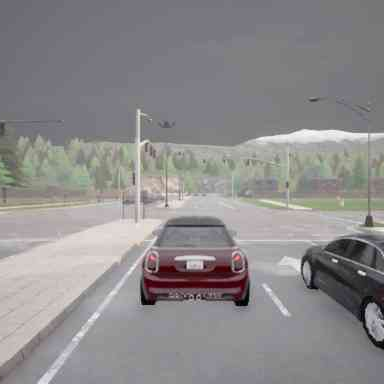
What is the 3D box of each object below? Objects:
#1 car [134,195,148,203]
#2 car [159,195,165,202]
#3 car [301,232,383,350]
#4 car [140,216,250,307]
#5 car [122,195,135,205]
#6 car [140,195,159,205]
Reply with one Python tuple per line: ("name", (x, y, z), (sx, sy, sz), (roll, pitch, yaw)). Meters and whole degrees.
("car", (-10.705, 1.520, 70.552), (2.128, 1.511, 4.902), (0, 0, 1))
("car", (-7.152, 1.430, 74.019), (1.837, 1.490, 4.892), (0, 0, 1))
("car", (3.559, 1.506, 6.197), (1.837, 1.490, 4.892), (0, 0, 0))
("car", (0.068, 1.351, 8.158), (2.097, 1.767, 4.553), (0, 0, 0))
("car", (-10.882, 1.351, 58.561), (2.097, 1.767, 4.553), (0, 0, 1))
("car", (-7.478, 1.504, 57.840), (1.837, 1.490, 4.892), (0, 0, 1))
